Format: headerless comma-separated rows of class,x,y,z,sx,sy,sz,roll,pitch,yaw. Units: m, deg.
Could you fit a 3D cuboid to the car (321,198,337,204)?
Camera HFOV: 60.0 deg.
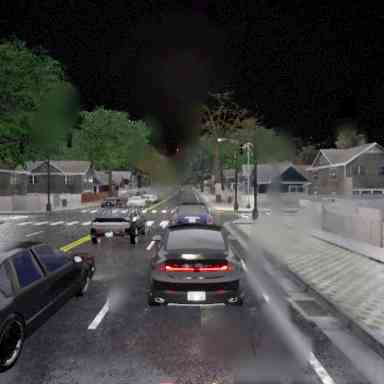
car,12.417,1.263,30.852,4.674,1.442,1.812,0,1,-3

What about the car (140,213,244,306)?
car,0.063,1.488,7.987,1.837,1.490,4.892,0,0,0

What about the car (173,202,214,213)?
car,0.073,1.287,17.052,2.097,1.767,4.553,0,0,2

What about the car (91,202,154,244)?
car,-3.235,1.437,15.396,2.128,1.511,4.902,0,0,0

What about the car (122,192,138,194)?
car,-10.129,0.971,51.000,2.097,1.767,4.553,0,1,0

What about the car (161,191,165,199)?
car,-6.900,0.613,69.459,2.097,1.767,4.553,0,1,0

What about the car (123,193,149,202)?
car,-6.822,1.247,41.030,1.812,1.442,4.674,0,1,0

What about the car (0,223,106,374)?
car,-3.171,1.538,5.512,2.033,1.411,5.357,0,0,0

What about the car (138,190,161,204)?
car,-6.899,0.786,54.609,2.150,2.045,5.566,0,1,-1

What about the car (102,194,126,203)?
car,-10.087,1.275,42.109,1.994,1.385,4.181,0,1,0

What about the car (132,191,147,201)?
car,-10.160,0.719,64.810,2.097,1.767,4.553,0,1,0
